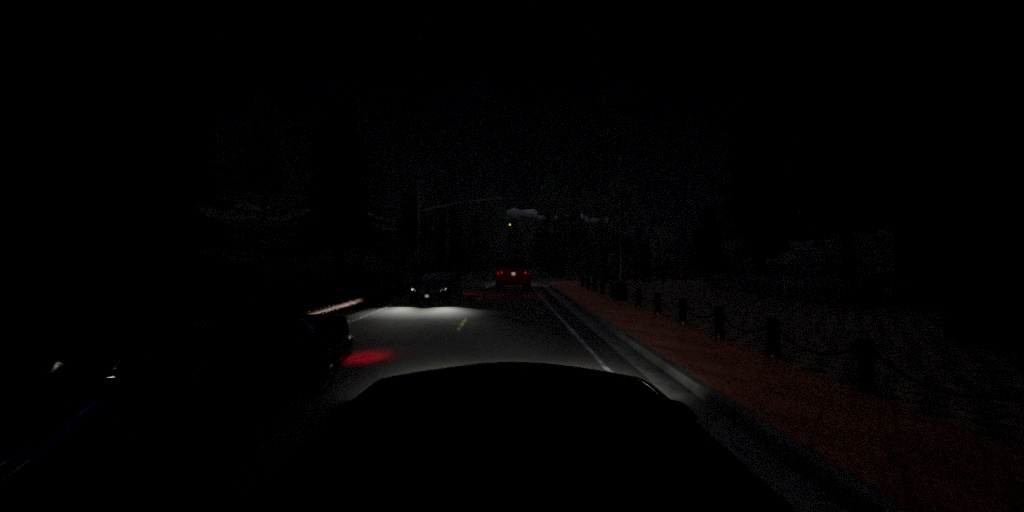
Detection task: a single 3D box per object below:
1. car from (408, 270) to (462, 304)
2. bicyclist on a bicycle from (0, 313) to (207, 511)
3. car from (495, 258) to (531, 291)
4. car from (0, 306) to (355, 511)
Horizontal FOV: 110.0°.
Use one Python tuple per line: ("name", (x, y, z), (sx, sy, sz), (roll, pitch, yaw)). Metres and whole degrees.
("car", (-3.546, 1.419, 17.341), (1.812, 1.442, 4.674), (0, -1, 1))
("bicyclist on a bicycle", (-2.523, 1.144, 2.317), (0.582, 1.656, 1.620), (-4, 41, -6))
("car", (0.079, 1.174, 23.778), (2.150, 2.045, 5.566), (0, -1, 0))
("car", (-3.620, 1.322, 3.939), (2.033, 1.411, 5.357), (0, 0, -1))
